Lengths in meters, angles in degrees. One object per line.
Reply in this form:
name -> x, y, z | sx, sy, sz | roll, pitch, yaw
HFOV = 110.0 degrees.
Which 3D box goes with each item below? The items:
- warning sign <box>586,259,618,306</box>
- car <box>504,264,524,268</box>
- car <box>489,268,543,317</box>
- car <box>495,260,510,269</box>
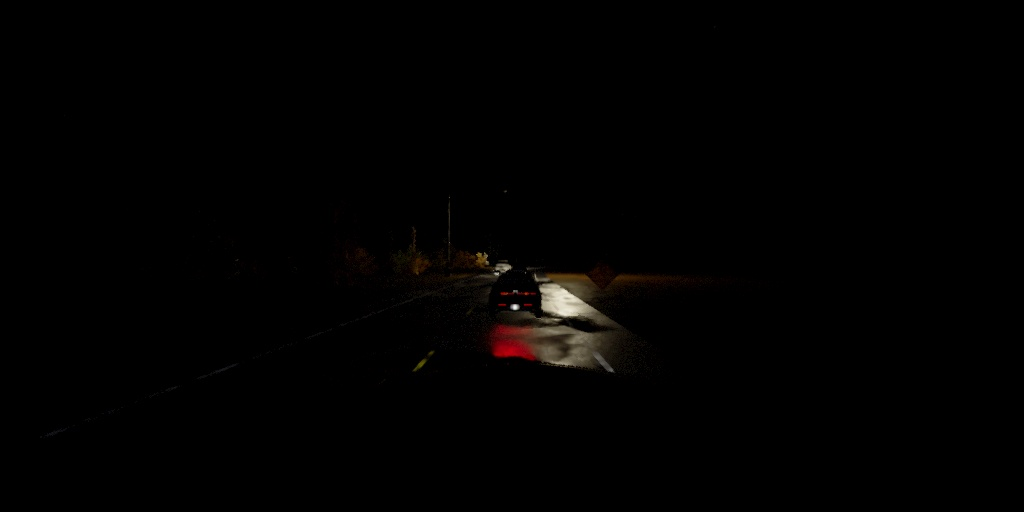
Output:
warning sign -> 3.660, 1.037, 14.582 | 1.300, 1.860, 1.060 | 0, 0, 1
car -> 0.554, 1.642, 29.726 | 1.812, 1.442, 4.674 | 0, 0, 2
car -> 0.158, 1.419, 14.054 | 1.837, 1.490, 4.892 | 0, 0, 1
car -> -1.535, 1.716, 59.448 | 2.150, 2.045, 5.566 | 0, -1, 4
